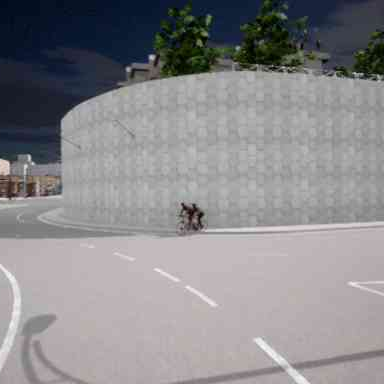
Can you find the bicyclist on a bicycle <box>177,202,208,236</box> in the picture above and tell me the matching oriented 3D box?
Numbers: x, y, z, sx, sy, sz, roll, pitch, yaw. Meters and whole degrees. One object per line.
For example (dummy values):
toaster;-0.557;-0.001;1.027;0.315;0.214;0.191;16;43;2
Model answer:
bicyclist on a bicycle;0.199;1.325;16.439;1.656;1.620;0.582;-8;14;-41
